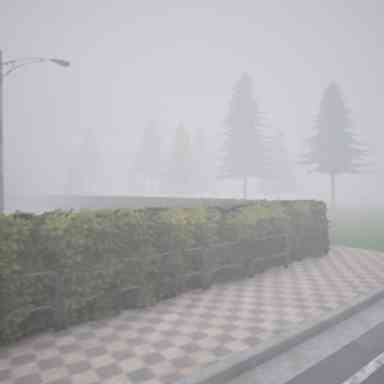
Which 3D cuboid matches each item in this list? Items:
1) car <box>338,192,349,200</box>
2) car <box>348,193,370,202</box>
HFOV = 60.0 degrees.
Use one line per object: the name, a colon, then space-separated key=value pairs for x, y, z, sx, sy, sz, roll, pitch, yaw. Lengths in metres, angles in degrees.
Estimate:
car: x=34.352 y=0.892 z=74.675 sx=2.097 sy=1.767 sz=4.553 roll=0 pitch=0 yaw=9
car: x=32.728 y=1.174 z=64.475 sx=2.033 sy=1.411 sz=5.357 roll=0 pitch=0 yaw=9
